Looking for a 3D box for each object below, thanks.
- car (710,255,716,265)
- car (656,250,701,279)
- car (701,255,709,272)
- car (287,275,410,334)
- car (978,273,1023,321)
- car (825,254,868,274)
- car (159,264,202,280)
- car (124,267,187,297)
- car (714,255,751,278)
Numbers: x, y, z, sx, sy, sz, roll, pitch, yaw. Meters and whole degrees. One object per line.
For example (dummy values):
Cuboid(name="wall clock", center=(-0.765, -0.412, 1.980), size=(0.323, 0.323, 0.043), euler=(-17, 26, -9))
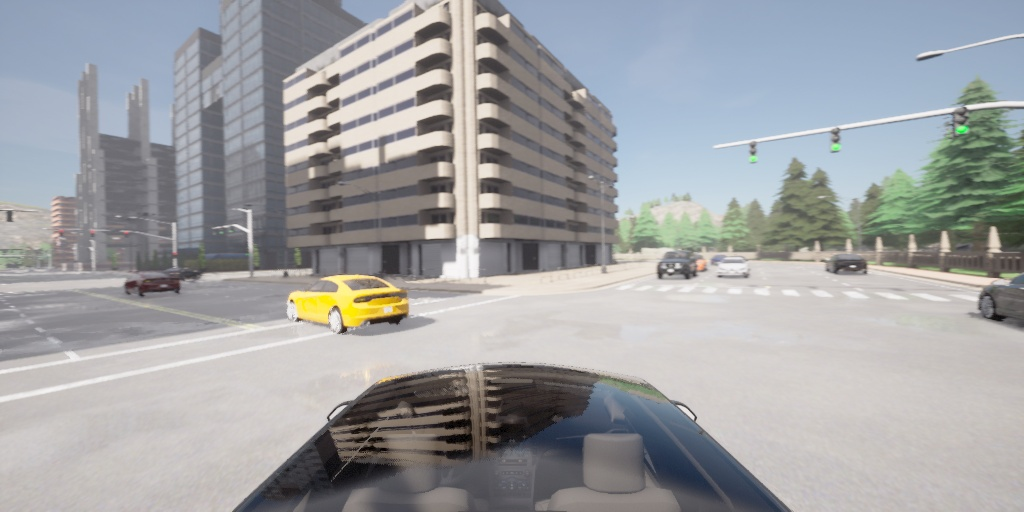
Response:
Cuboid(name="car", center=(27.421, 0.542, 47.176), size=(1.812, 1.442, 4.674), euler=(-1, 0, 16))
Cuboid(name="car", center=(12.517, 0.612, 27.093), size=(2.150, 2.045, 5.566), euler=(-1, 0, 34))
Cuboid(name="car", center=(17.740, 0.609, 35.047), size=(2.097, 1.767, 4.553), euler=(-1, 0, 33))
Cuboid(name="car", center=(-5.254, 1.348, 11.231), size=(5.008, 1.535, 1.882), euler=(-1, -1, 39))
Cuboid(name="car", center=(12.347, 0.943, 7.657), size=(1.837, 1.490, 4.892), euler=(-1, 0, 34))
Cuboid(name="car", center=(25.963, 0.569, 27.963), size=(1.882, 1.535, 5.008), euler=(-1, 0, 33))
Cuboid(name="car", center=(-35.285, 1.969, 38.359), size=(2.128, 1.511, 4.902), euler=(-2, 0, -18))
Cuboid(name="car", center=(-23.304, 1.724, 23.208), size=(5.008, 1.535, 1.882), euler=(-1, 0, 33))
Cuboid(name="car", center=(16.506, 0.829, 26.728), size=(1.812, 1.442, 4.674), euler=(-1, 0, 34))
